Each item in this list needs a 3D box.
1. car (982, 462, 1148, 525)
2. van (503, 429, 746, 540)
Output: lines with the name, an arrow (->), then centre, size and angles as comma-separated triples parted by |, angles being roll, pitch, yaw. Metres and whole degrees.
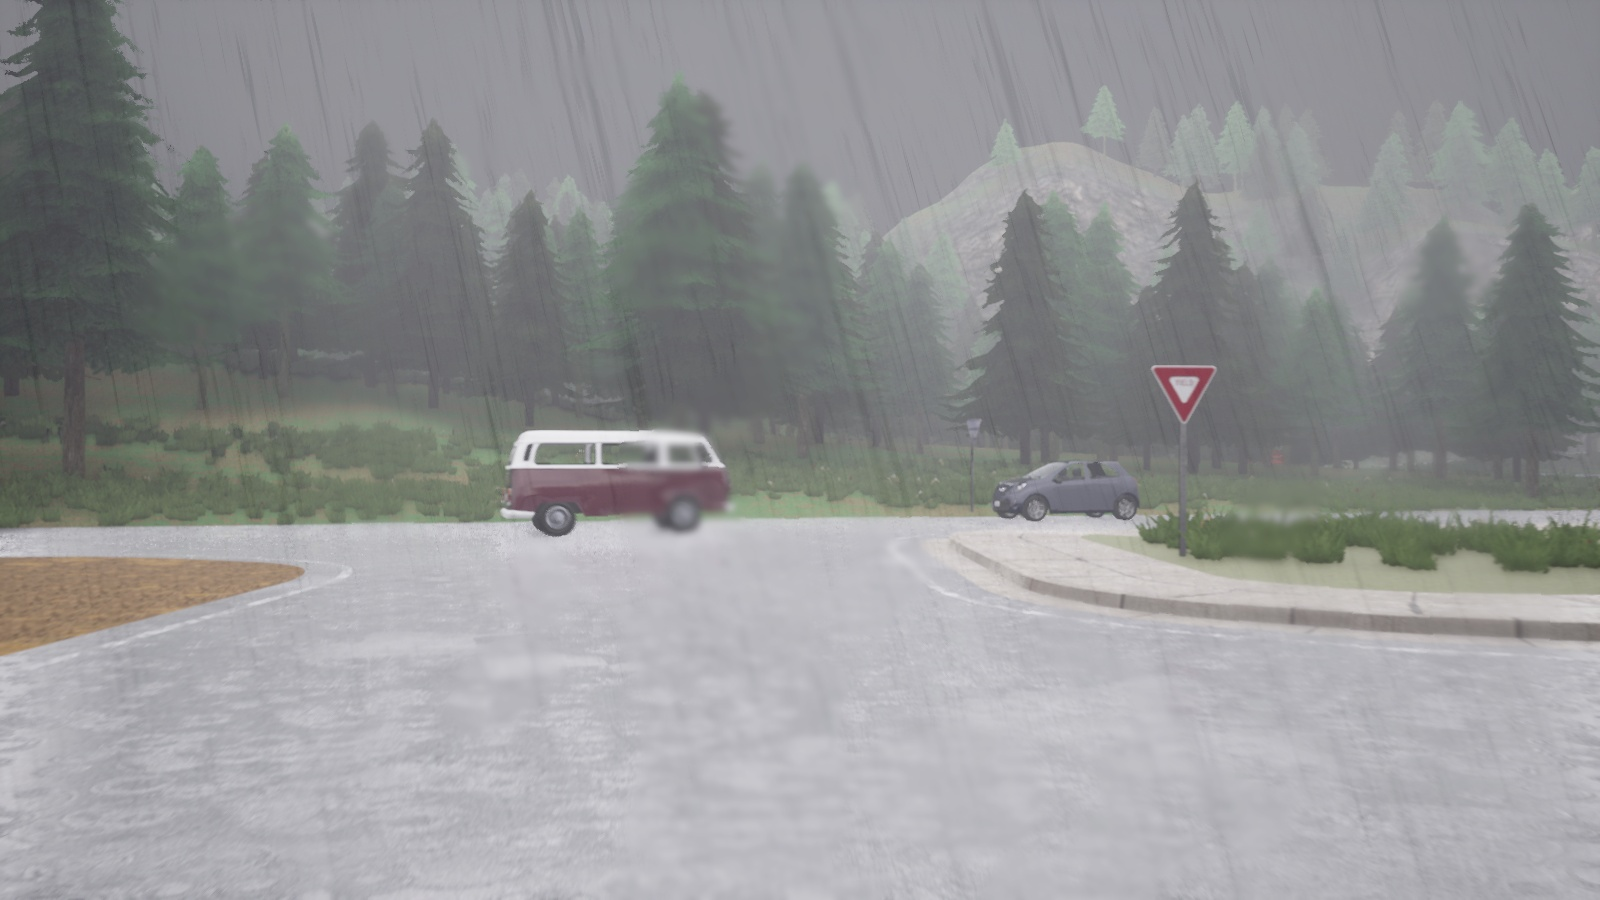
car -> 6.624, 1.062, 31.538 | 3.633, 1.501, 1.845 | 0, 0, -17
van -> -3.493, 0.644, 24.768 | 4.480, 2.038, 2.069 | 0, -1, -17
